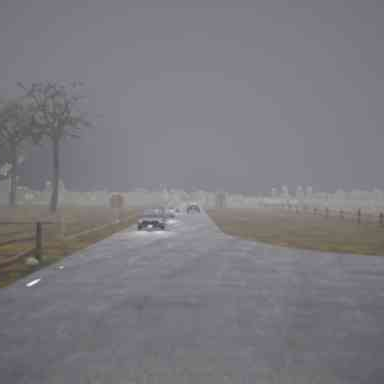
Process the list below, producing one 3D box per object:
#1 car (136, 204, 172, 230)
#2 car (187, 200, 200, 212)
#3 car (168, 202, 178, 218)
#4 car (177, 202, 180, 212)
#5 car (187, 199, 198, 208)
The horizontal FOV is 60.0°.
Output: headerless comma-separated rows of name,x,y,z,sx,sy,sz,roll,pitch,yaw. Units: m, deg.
car,-2.732,1.852,23.835,2.033,1.411,5.357,0,-1,-1
car,0.177,2.223,50.260,1.812,1.442,4.674,0,-1,0
car,-2.798,2.071,35.484,1.895,1.301,4.718,0,-1,0
car,-2.764,2.173,48.391,1.837,1.490,4.892,0,-1,0
car,0.149,2.318,66.879,2.097,1.767,4.553,0,-1,0
